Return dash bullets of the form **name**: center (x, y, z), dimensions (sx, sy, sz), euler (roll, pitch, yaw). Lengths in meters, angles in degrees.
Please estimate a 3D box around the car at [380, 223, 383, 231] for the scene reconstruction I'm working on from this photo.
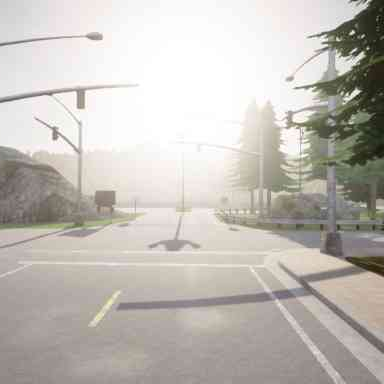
- **car**: center (15.035, 2.058, 21.108), dimensions (5.357, 1.411, 2.033), euler (0, -1, -2)
